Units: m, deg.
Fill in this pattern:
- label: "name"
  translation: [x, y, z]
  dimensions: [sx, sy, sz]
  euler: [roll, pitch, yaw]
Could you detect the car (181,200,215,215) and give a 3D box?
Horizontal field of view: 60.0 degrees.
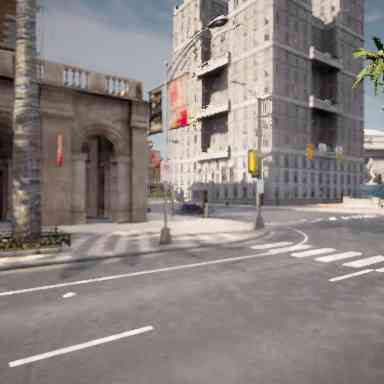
- label: "car"
  translation: [0.552, 1.623, 36.099]
  dimensions: [1.812, 1.442, 4.674]
  euler: [0, 0, -36]
